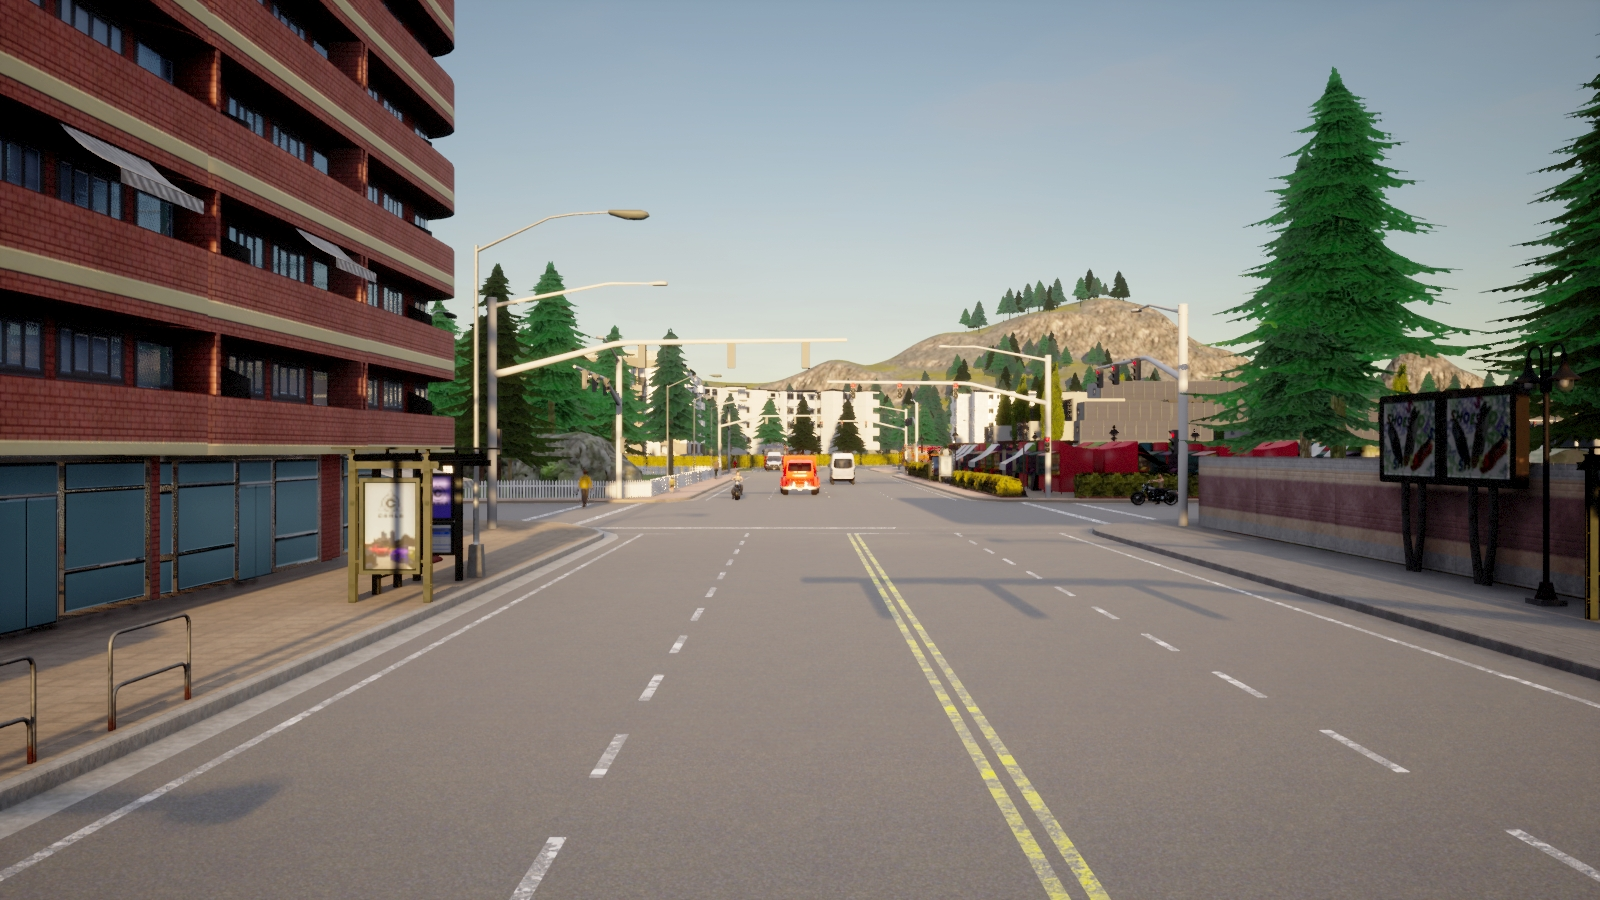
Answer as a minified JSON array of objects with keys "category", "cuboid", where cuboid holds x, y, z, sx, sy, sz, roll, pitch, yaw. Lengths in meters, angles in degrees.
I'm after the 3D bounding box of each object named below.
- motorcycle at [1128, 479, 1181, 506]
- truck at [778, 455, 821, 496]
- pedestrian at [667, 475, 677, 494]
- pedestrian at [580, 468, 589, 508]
[{"category":"motorcycle","cuboid":[17.581,2.102,56.689,2.356,1.307,0.764,0,0,0]},{"category":"truck","cuboid":[-0.006,1.572,72.542,2.627,2.467,5.204,0,0,0]},{"category":"pedestrian","cuboid":[-7.736,2.079,69.043,0.500,1.100,0.500,0,0,0]},{"category":"pedestrian","cuboid":[-10.065,1.795,53.440,0.375,1.860,0.375,0,0,-7]}]
